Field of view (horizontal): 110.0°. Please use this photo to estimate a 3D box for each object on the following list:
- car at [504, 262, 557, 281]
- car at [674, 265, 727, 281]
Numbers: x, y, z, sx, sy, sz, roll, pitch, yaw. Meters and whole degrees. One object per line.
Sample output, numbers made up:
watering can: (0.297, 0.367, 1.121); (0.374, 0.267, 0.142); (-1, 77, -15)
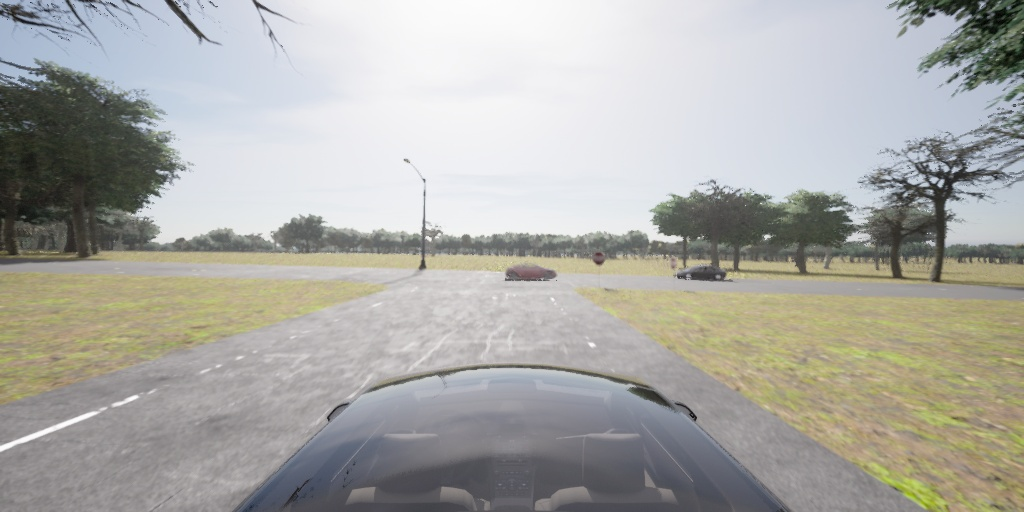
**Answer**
car: (1.491, 1.216, 28.806); (4.181, 1.385, 1.994); (1, 1, 0)
car: (18.644, 1.691, 35.716); (4.892, 1.490, 1.837); (0, 1, 0)
